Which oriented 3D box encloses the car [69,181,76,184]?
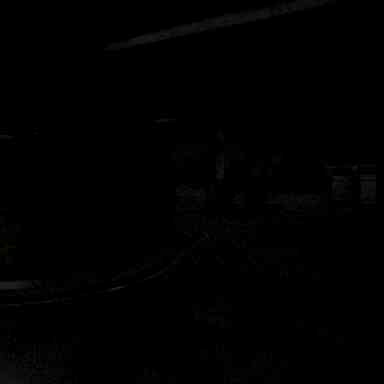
[{"bbox_3d":[-25.449,-1.332,68.080,4.605,1.855,1.932,2,2,35],"label":"car"}]

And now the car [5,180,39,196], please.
[{"bbox_3d":[-21.774,-0.501,42.440,4.605,1.855,1.932,2,2,35],"label":"car"}]

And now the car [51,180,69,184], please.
[{"bbox_3d":[-26.787,-1.307,65.468,3.866,1.878,1.905,2,2,35],"label":"car"}]

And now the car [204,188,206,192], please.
[{"bbox_3d":[4.876,-0.336,65.613,5.027,1.636,2.152,2,2,35],"label":"car"}]

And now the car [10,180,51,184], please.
[{"bbox_3d":[-17.242,-0.208,35.223,3.866,1.878,1.905,2,2,35],"label":"car"}]
